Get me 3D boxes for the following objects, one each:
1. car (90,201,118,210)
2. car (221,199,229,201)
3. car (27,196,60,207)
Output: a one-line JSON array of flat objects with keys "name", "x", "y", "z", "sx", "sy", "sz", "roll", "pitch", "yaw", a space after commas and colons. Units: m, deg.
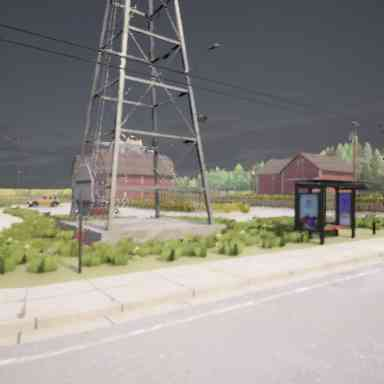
[{"name": "car", "x": -9.124, "y": 1.637, "z": 32.736, "sx": 3.905, "sy": 1.438, "sz": 1.784, "roll": 1, "pitch": 0, "yaw": -36}, {"name": "car", "x": 5.579, "y": 1.943, "z": 56.215, "sx": 1.994, "sy": 1.385, "sz": 4.181, "roll": 1, "pitch": 0, "yaw": -36}, {"name": "car", "x": -22.541, "y": 1.420, "z": 50.773, "sx": 4.605, "sy": 1.855, "sz": 1.932, "roll": 1, "pitch": 0, "yaw": -36}]
